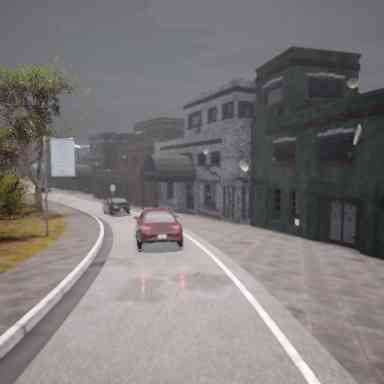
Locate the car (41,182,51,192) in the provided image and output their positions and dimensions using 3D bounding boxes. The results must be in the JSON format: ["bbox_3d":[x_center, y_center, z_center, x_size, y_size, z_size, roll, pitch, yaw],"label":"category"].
[{"bbox_3d":[-29.571,-1.006,66.153,2.150,2.045,5.566,-3,6,-33],"label":"car"}]

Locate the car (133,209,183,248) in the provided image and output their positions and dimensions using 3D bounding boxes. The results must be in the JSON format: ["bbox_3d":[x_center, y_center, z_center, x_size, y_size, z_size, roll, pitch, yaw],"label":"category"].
[{"bbox_3d":[-1.535,1.468,14.487,1.812,1.442,4.674,-1,0,-11],"label":"car"}]

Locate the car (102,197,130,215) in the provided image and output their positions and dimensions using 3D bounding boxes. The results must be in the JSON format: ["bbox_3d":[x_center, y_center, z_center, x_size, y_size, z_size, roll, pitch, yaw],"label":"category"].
[{"bbox_3d":[-7.156,1.272,31.204,1.837,1.490,4.892,-2,2,-25],"label":"car"}]
